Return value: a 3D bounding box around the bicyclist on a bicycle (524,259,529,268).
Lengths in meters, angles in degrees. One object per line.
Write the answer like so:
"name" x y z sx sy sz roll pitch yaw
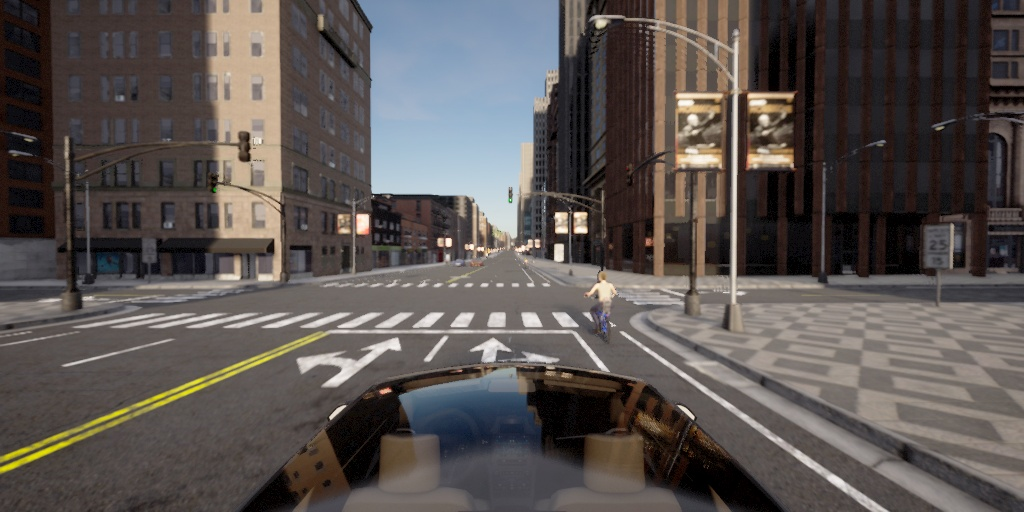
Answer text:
"bicyclist on a bicycle" 2.173 1.193 54.945 0.866 1.612 1.509 0 0 1

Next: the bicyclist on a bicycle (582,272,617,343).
"bicyclist on a bicycle" 2.176 1.185 8.675 0.866 1.612 1.509 0 0 1
